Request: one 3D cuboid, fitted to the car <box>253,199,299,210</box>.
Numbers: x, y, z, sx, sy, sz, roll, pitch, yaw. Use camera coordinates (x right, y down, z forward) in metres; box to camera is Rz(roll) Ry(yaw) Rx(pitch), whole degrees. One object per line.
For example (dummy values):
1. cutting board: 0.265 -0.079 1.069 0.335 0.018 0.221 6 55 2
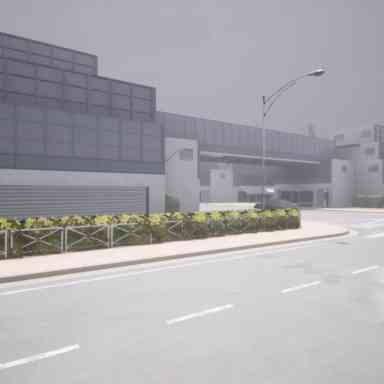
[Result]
1. car: 9.556 1.547 38.173 2.033 1.411 5.357 0 0 -37
